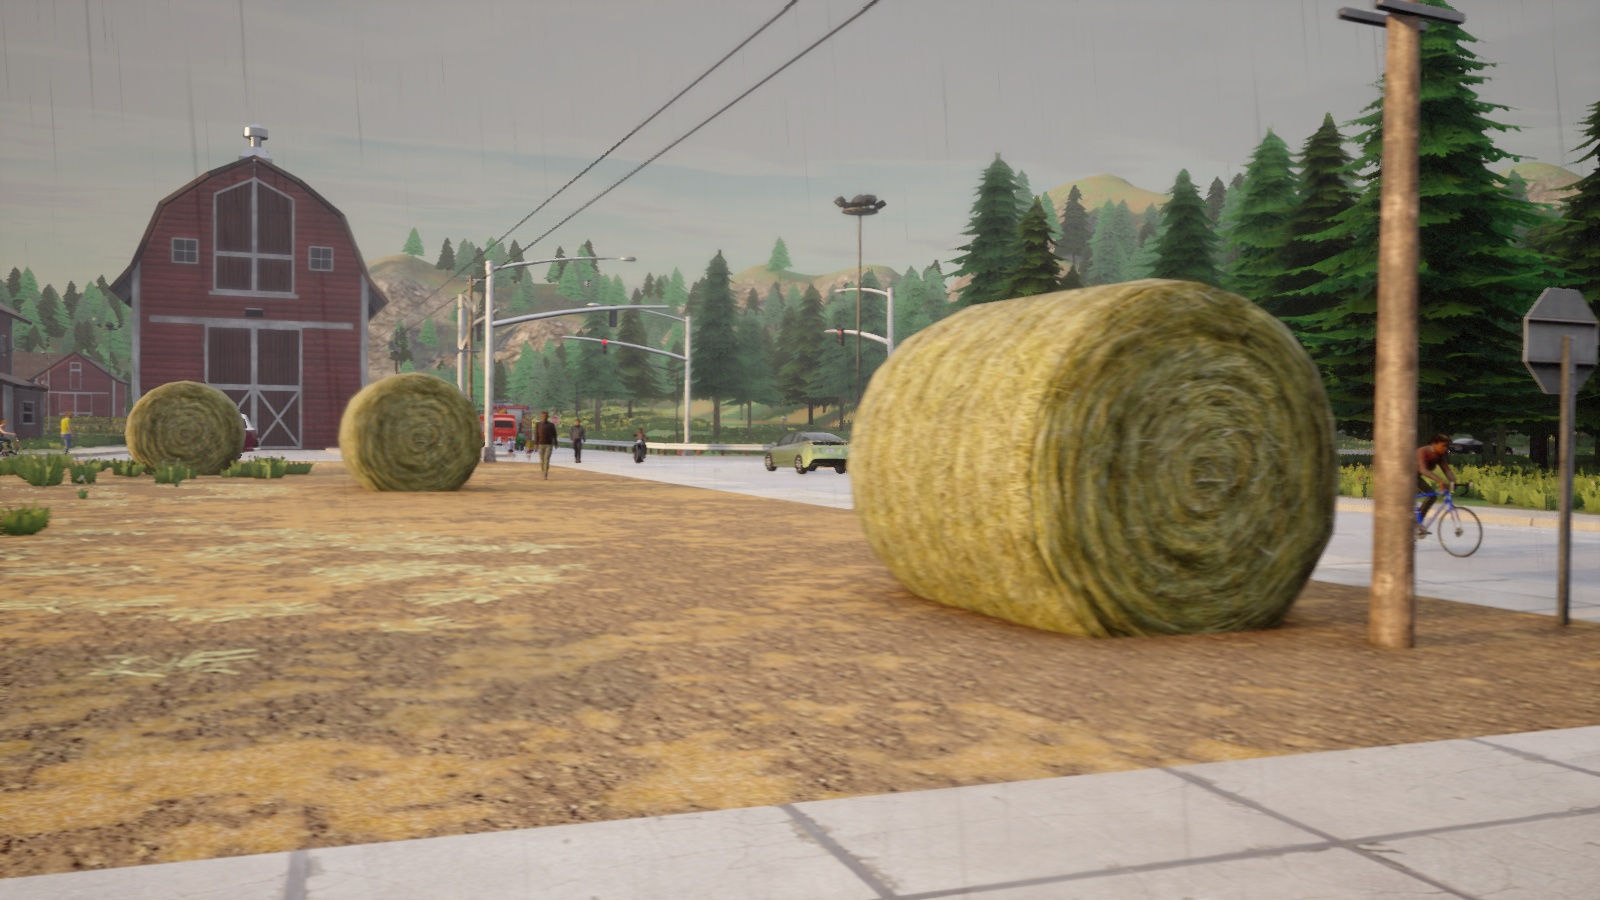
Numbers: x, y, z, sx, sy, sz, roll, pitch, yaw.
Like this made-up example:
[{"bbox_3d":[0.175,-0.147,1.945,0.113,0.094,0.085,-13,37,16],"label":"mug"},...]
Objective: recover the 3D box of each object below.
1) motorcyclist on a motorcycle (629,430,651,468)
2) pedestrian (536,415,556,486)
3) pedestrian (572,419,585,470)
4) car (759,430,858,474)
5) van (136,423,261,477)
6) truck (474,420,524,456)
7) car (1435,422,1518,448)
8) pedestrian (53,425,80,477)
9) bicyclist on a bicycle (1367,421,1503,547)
[{"bbox_3d":[-7.126,-0.052,55.903,0.766,1.649,2.350,1,1,-3],"label":"motorcyclist on a motorcycle"},{"bbox_3d":[-6.629,0.006,32.805,0.431,1.840,0.703,-1,1,-6],"label":"pedestrian"},{"bbox_3d":[-8.658,-0.216,49.128,0.423,1.949,0.788,-1,1,-14],"label":"pedestrian"},{"bbox_3d":[0.254,0.038,45.951,2.007,1.525,4.514,-1,1,-23],"label":"car"},{"bbox_3d":[-24.431,-0.032,51.214,4.480,2.038,2.069,-1,1,-24],"label":"van"},{"bbox_3d":[-21.282,-0.846,88.596,2.627,2.467,5.204,-1,1,-23],"label":"truck"},{"bbox_3d":[43.117,-0.972,80.061,5.008,1.535,1.882,-1,1,-21],"label":"car"},{"bbox_3d":[-26.336,0.029,45.095,0.354,1.836,0.706,0,1,37],"label":"pedestrian"},{"bbox_3d":[8.529,0.421,16.948,0.582,1.620,1.656,-1,1,-23],"label":"bicyclist on a bicycle"}]
